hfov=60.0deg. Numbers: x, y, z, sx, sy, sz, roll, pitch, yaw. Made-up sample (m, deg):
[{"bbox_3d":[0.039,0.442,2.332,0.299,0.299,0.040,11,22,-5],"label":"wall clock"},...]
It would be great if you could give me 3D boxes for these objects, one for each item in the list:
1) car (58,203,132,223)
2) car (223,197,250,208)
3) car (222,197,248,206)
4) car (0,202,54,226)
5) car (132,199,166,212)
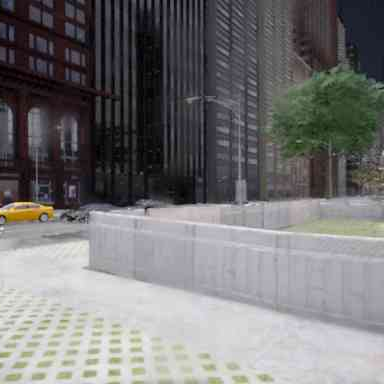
[{"bbox_3d":[-7.636,1.603,26.139,2.033,1.411,5.357,0,0,36],"label":"car"},{"bbox_3d":[6.970,1.576,51.683,2.128,1.511,4.902,0,0,36],"label":"car"},{"bbox_3d":[5.832,1.570,44.666,1.837,1.490,4.892,0,-1,36],"label":"car"},{"bbox_3d":[-12.796,1.549,24.554,1.882,1.535,5.008,0,0,36],"label":"car"},{"bbox_3d":[-4.876,1.564,35.472,2.128,1.511,4.902,0,0,37],"label":"car"}]
